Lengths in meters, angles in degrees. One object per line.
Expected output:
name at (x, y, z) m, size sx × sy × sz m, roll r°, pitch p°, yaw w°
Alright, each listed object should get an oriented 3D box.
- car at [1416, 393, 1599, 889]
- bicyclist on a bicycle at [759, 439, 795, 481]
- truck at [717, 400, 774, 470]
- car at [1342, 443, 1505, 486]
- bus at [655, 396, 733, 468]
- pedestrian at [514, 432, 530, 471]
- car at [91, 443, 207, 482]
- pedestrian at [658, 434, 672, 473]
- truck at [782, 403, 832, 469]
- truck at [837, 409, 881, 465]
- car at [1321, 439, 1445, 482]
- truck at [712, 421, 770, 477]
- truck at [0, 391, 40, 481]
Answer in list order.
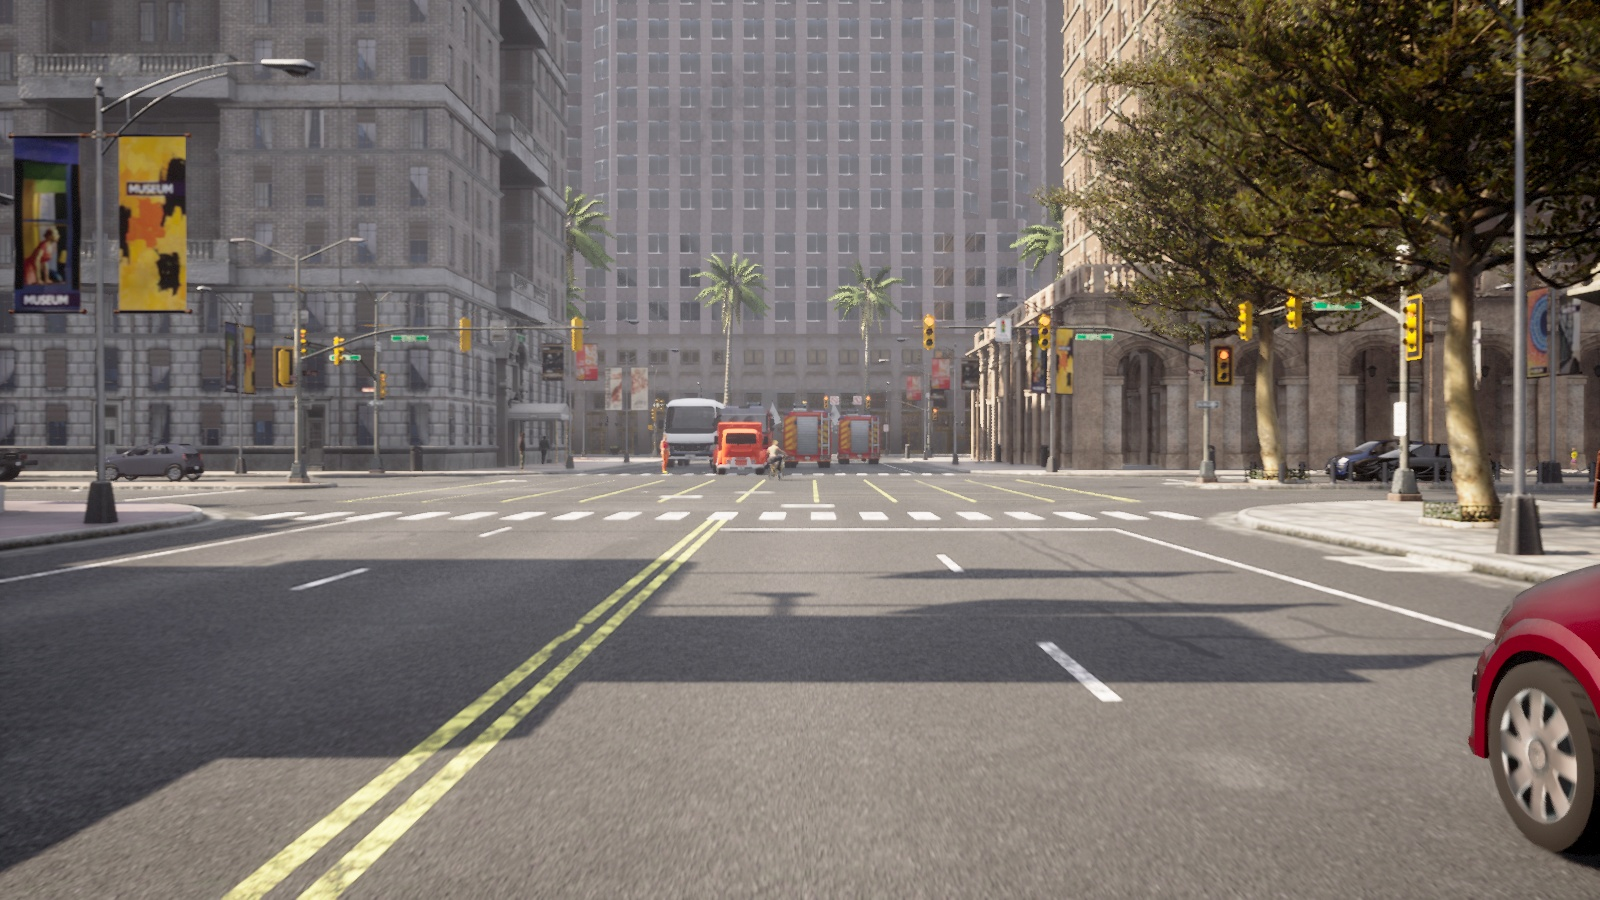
car at (3.534, 0.629, 3.334) m, size 1.851 × 1.617 × 3.988 m, roll 0°, pitch 0°, yaw 0°
bicyclist on a bicycle at (-0.906, 0.401, 49.979) m, size 0.866 × 1.612 × 1.509 m, roll -1°, pitch 0°, yaw 21°
truck at (-3.077, -0.832, 72.840) m, size 2.891 × 3.827 × 8.468 m, roll 0°, pitch 0°, yaw 0°
car at (22.438, 0.509, 45.324) m, size 4.792 × 1.488 × 2.163 m, roll 0°, pitch 0°, yaw 2°
bus at (-6.518, -1.082, 79.225) m, size 3.944 × 4.253 × 10.273 m, roll 0°, pitch 0°, yaw 1°
pedestrian at (-13.098, 0.059, 59.168) m, size 0.703 × 1.840 × 0.431 m, roll 0°, pitch 0°, yaw -5°
car at (-25.572, 0.461, 49.415) m, size 3.633 × 1.501 × 1.845 m, roll 0°, pitch 0°, yaw 1°
pedestrian at (-6.337, 0.152, 58.806) m, size 0.594 × 1.836 × 0.345 m, roll 0°, pitch 0°, yaw 44°
truck at (0.458, -0.853, 77.199) m, size 2.891 × 3.827 × 8.468 m, roll 0°, pitch 0°, yaw 0°
truck at (4.150, -0.922, 89.971) m, size 2.891 × 3.827 × 8.468 m, roll 0°, pitch 0°, yaw 1°
car at (22.631, 0.388, 48.854) m, size 3.988 × 1.617 × 1.851 m, roll 0°, pitch 0°, yaw 1°
truck at (-2.899, -0.112, 60.148) m, size 2.627 × 2.467 × 5.204 m, roll 0°, pitch 2°, yaw -4°
truck at (-34.798, -0.542, 49.513) m, size 7.936 × 3.462 × 2.891 m, roll 0°, pitch 0°, yaw 1°
